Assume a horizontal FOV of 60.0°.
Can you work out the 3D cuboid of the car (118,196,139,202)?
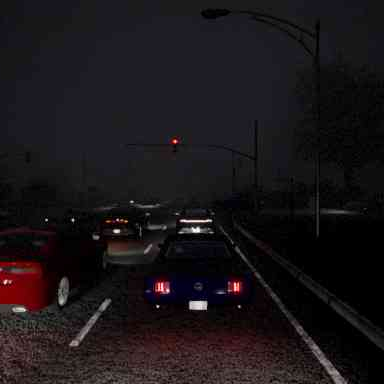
[{"bbox_3d":[-10.484,1.491,53.168,2.128,1.511,4.902,0,0,1],"label":"car"}]

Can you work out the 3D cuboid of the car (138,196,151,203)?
[{"bbox_3d":[-10.322,1.540,72.520,2.033,1.411,5.357,0,0,0],"label":"car"}]

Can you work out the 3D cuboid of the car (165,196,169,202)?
[{"bbox_3d":[-6.821,1.478,73.208,1.882,1.535,5.008,0,0,0],"label":"car"}]

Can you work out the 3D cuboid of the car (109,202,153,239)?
[{"bbox_3d":[-3.358,1.505,17.286,1.837,1.490,4.892,0,0,0],"label":"car"}]

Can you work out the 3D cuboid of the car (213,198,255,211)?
[{"bbox_3d":[5.218,1.505,40.974,4.892,1.490,1.837,0,1,17],"label":"car"}]

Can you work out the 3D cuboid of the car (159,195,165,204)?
[{"bbox_3d":[-6.890,1.601,63.447,1.895,1.301,4.718,0,0,1],"label":"car"}]

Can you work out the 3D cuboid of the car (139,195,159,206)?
[{"bbox_3d":[-6.956,1.564,54.686,1.994,1.385,4.181,0,0,-1],"label":"car"}]

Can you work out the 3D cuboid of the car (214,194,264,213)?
[{"bbox_3d":[5.075,1.222,36.641,5.566,2.045,2.150,0,0,3],"label":"car"}]

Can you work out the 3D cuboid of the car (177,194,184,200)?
[{"bbox_3d":[-3.222,1.328,95.054,1.882,1.535,5.008,0,0,1],"label":"car"}]

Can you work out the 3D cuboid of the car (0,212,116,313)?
[{"bbox_3d":[-3.382,1.478,7.788,1.882,1.535,5.008,0,0,0],"label":"car"}]

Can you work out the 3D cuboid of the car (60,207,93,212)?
[{"bbox_3d":[-7.152,1.601,20.163,1.895,1.301,4.718,0,0,0],"label":"car"}]

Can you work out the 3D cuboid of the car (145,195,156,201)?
[{"bbox_3d":[-10.295,1.540,82.824,2.033,1.411,5.357,0,0,0],"label":"car"}]

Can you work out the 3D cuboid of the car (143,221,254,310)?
[{"bbox_3d":[0.119,1.601,7.761,1.895,1.301,4.718,0,0,0],"label":"car"}]

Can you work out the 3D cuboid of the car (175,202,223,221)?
[{"bbox_3d":[0.151,1.491,17.023,2.128,1.511,4.902,0,0,-1],"label":"car"}]

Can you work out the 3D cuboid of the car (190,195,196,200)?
[{"bbox_3d":[0.275,1.500,94.752,1.837,1.490,4.892,0,0,1],"label":"car"}]

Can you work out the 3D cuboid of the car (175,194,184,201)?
[{"bbox_3d":[-3.289,1.532,84.646,2.033,1.411,5.357,0,0,0],"label":"car"}]

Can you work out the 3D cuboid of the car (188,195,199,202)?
[{"bbox_3d":[0.237,1.491,61.985,2.128,1.511,4.902,0,0,0],"label":"car"}]

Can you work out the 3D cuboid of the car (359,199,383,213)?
[{"bbox_3d":[21.150,1.485,35.712,4.902,1.511,2.128,0,0,3],"label":"car"}]

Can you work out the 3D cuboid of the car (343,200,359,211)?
[{"bbox_3d":[20.384,1.521,39.259,4.674,1.442,1.812,0,0,3],"label":"car"}]

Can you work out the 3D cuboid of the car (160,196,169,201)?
[{"bbox_3d":[-6.794,1.595,83.191,1.895,1.301,4.718,0,0,0],"label":"car"}]
